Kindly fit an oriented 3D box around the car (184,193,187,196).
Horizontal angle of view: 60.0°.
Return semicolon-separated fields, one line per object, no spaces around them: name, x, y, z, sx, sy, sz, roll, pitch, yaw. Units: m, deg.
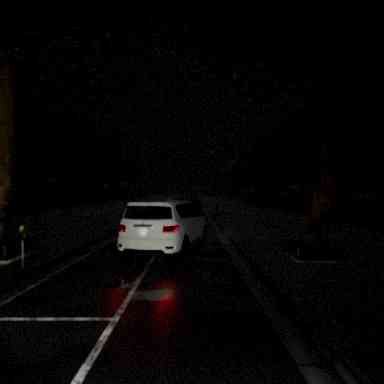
car;0.091;1.379;56.599;1.837;1.490;4.892;0;1;0

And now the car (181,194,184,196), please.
car;-2.634;1.496;53.093;1.802;1.307;4.206;1;1;0

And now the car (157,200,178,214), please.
car;-2.637;1.612;36.463;2.008;1.369;4.403;1;0;0

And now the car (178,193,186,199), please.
car;-2.642;1.074;86.326;1.967;1.590;4.097;1;0;0

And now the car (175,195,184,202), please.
car;-2.639;1.330;69.710;1.802;1.307;4.206;1;0;0

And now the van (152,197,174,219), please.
van;-2.636;1.427;30.916;1.690;1.788;3.998;0;0;0

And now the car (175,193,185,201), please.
car;-2.638;1.145;75.248;1.967;1.590;4.097;1;0;0

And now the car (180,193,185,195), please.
car;-2.636;1.364;64.170;1.947;1.339;4.313;1;1;0

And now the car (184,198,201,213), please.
car;0.092;1.552;39.094;1.837;1.490;4.892;0;1;0

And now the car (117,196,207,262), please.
car;-0.881;1.296;12.746;2.150;2.045;5.566;0;0;13

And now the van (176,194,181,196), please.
van;-2.633;1.365;42.007;1.690;1.788;3.998;1;0;0

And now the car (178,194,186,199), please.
car;-2.645;1.158;91.866;2.008;1.369;4.403;1;0;0
